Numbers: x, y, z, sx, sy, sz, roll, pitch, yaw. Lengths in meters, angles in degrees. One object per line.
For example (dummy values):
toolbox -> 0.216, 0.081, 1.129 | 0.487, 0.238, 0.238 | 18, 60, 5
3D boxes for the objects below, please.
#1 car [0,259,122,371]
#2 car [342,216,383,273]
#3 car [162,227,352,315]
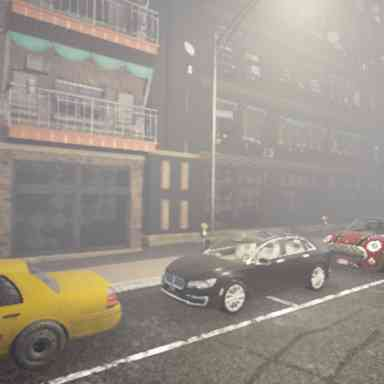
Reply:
car -> -3.345, 1.523, 4.159 | 4.829, 1.417, 1.752 | 0, 1, -35
car -> 6.033, 1.518, 10.838 | 4.097, 1.590, 1.967 | 0, 1, -35
car -> 1.412, 1.589, 7.549 | 4.403, 1.369, 2.008 | 0, 1, -35
